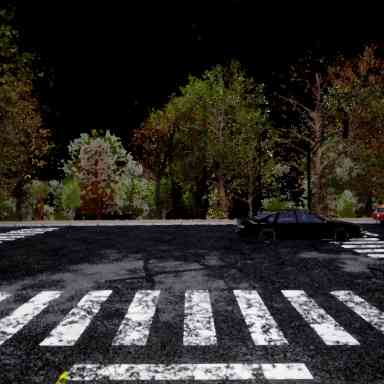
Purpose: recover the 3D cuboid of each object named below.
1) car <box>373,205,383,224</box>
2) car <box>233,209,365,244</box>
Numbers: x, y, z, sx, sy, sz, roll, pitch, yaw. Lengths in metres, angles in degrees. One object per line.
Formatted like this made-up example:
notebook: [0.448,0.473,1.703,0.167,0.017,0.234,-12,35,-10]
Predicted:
car: [14.633,1.126,21.157,5.566,2.045,2.150,-1,-1,1]
car: [4.503,1.466,14.601,5.357,1.411,2.033,-1,-1,1]
